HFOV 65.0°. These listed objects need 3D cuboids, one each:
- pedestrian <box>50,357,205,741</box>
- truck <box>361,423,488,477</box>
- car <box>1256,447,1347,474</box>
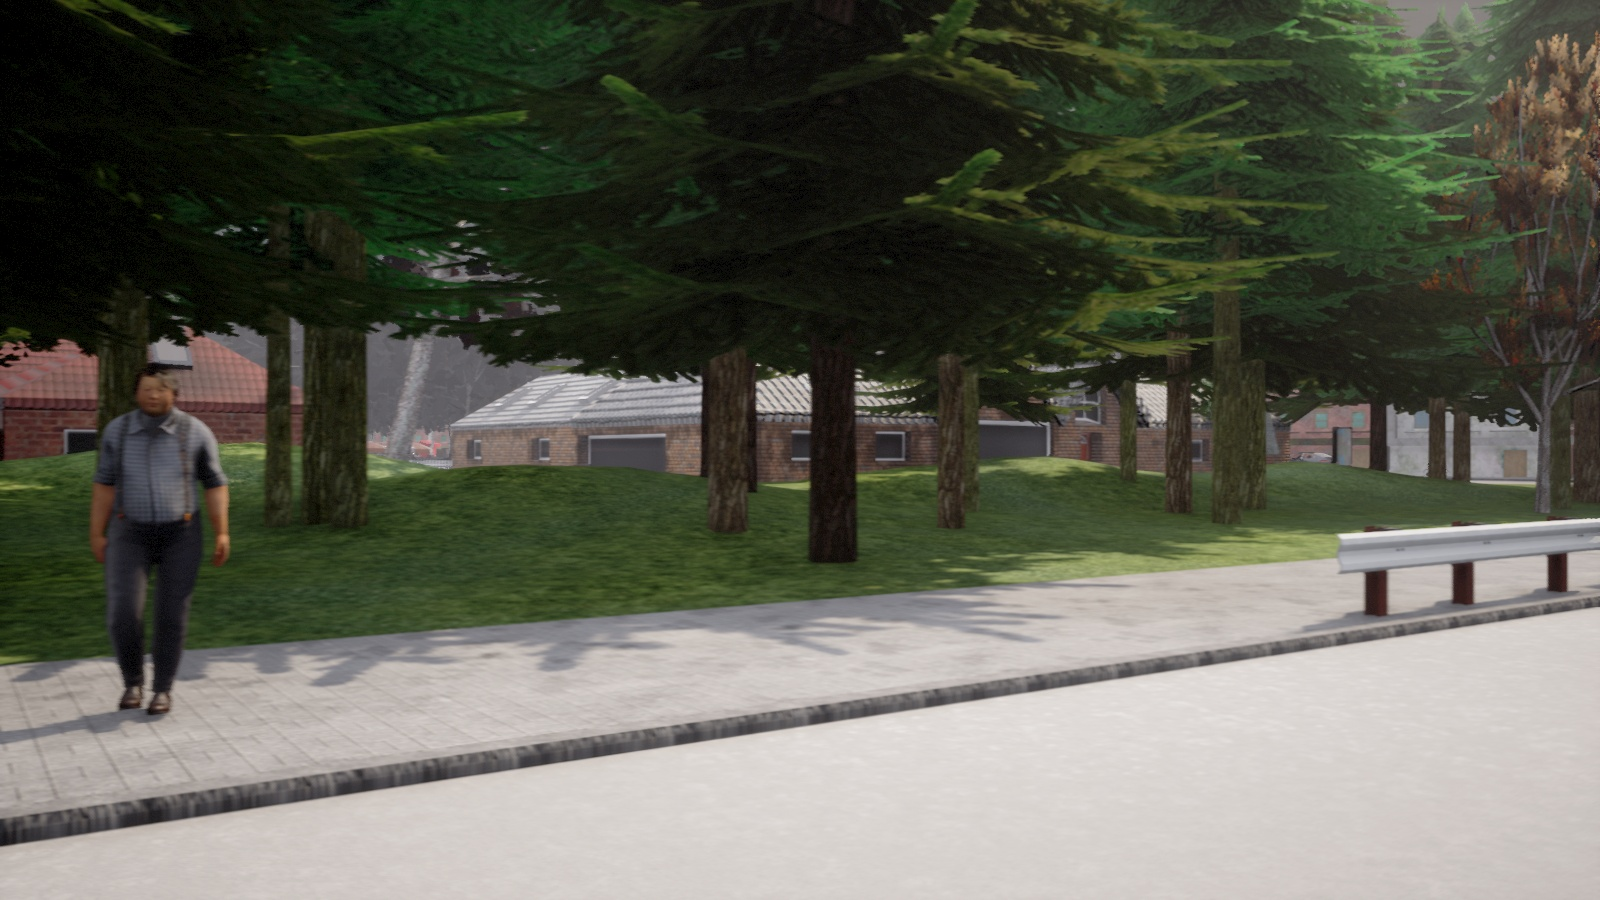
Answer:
[{"bbox_3d":[-3.431,0.478,6.456,0.540,1.848,0.694,0,0,-13],"label":"pedestrian"},{"bbox_3d":[-24.957,0.020,83.548,7.936,3.462,2.891,0,0,-17],"label":"truck"},{"bbox_3d":[31.854,0.652,79.881,2.152,1.651,5.027,0,0,-35],"label":"car"}]
